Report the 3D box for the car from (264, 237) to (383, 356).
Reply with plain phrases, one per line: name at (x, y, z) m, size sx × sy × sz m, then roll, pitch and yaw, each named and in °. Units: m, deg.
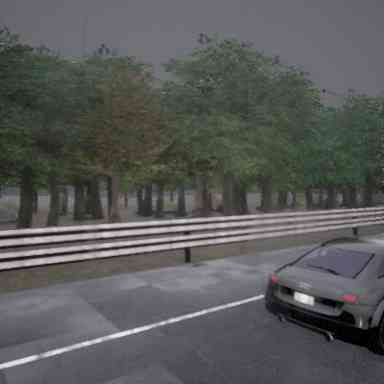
car at (3.293, 1.541, 6.096) m, size 4.181 × 1.385 × 1.994 m, roll 0°, pitch 0°, yaw -36°
